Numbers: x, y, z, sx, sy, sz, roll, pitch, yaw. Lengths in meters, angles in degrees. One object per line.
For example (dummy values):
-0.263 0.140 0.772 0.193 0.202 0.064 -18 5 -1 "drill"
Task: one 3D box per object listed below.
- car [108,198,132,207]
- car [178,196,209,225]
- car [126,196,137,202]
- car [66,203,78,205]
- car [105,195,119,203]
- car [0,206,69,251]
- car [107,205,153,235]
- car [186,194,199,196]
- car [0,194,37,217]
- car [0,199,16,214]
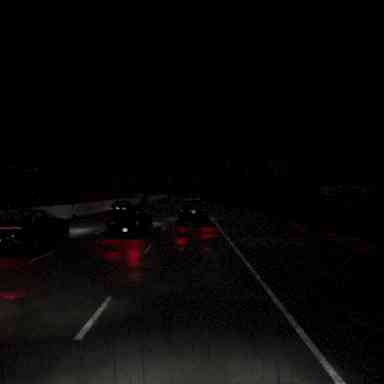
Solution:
-6.905 1.593 33.209 2.033 1.411 5.357 0 0 0 "car"
0.096 1.386 24.620 2.097 1.767 4.553 0 0 0 "car"
-14.398 1.647 79.031 1.994 1.385 4.181 0 0 -2 "car"
-14.074 1.598 36.422 2.033 1.411 5.357 0 0 0 "car"
-17.722 1.456 73.646 2.097 1.767 4.553 0 0 -2 "car"
-6.902 1.511 14.246 2.128 1.511 4.902 0 0 0 "car"
-3.402 1.627 19.125 1.895 1.301 4.718 0 0 0 "car"
0.095 1.279 42.443 2.150 2.045 5.566 0 0 0 "car"
-17.600 1.269 32.644 2.150 2.045 5.566 0 0 0 "car"
-21.092 1.556 35.668 1.837 1.490 4.892 0 -1 0 "car"
